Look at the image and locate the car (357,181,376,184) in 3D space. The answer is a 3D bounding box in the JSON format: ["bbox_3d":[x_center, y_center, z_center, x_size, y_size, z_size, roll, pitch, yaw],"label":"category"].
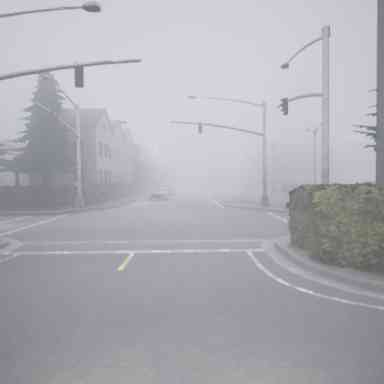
[{"bbox_3d":[19.011,-0.186,34.213,1.905,1.878,3.866,-1,2,0],"label":"car"}]

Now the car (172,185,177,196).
[{"bbox_3d":[-3.742,-0.324,47.779,2.097,1.767,4.553,-1,2,0],"label":"car"}]

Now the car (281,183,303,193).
[{"bbox_3d":[15.260,-0.542,52.070,2.007,1.523,4.514,-1,2,0],"label":"car"}]

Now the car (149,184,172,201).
[{"bbox_3d":[-3.721,0.148,37.761,1.882,1.535,5.008,-1,2,0],"label":"car"}]

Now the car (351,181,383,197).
[{"bbox_3d":[22.254,-0.474,42.094,1.932,1.855,4.605,-1,2,0],"label":"car"}]

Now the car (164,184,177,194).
[{"bbox_3d":[-3.730,-0.532,58.161,1.837,1.490,4.892,-1,2,0],"label":"car"}]

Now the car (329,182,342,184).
[{"bbox_3d":[25.298,-1.053,59.485,2.152,1.636,5.027,-1,2,0],"label":"car"}]
